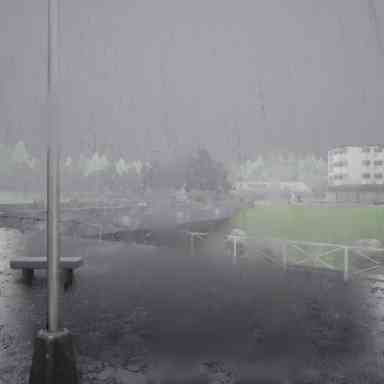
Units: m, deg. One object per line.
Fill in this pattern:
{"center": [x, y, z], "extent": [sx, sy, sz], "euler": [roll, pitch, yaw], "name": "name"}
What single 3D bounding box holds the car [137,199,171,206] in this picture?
{"center": [-4.838, 1.601, 43.480], "extent": [1.895, 1.301, 4.718], "euler": [0, 0, 36], "name": "car"}
